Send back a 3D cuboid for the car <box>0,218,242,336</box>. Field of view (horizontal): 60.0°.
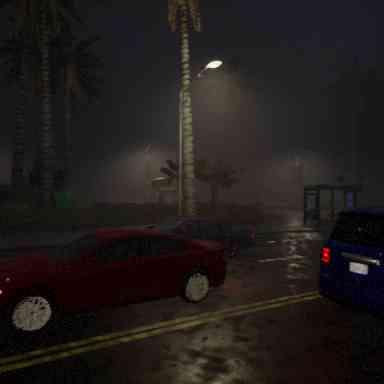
[{"bbox_3d":[-1.598,1.499,6.819,5.008,1.535,1.882,1,0,-31],"label":"car"}]

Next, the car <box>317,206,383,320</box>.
[{"bbox_3d":[4.945,1.308,6.432,5.566,2.045,2.150,1,0,-28],"label":"car"}]

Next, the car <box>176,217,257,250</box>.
[{"bbox_3d":[-0.223,1.612,11.785,5.357,1.411,2.033,1,0,-30],"label":"car"}]
